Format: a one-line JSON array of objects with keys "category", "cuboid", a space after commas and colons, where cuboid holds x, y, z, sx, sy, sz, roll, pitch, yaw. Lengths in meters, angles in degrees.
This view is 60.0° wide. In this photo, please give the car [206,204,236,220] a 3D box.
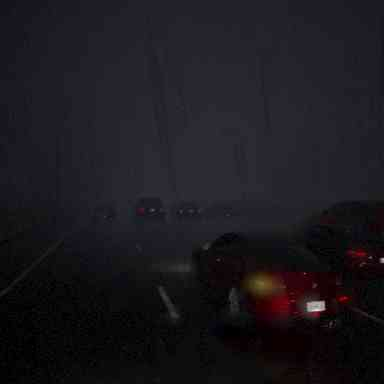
[{"category": "car", "cuboid": [2.569, 1.879, 31.644, 2.128, 1.511, 4.902, 0, -1, -14]}]

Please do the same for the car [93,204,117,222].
[{"category": "car", "cuboid": [-7.771, 1.835, 29.721, 2.128, 1.511, 4.902, 0, -1, -14]}]

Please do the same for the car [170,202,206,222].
[{"category": "car", "cuboid": [-0.594, 1.702, 29.849, 2.097, 1.767, 4.553, 0, -1, -14]}]

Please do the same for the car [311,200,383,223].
[{"category": "car", "cuboid": [6.942, 1.343, 13.758, 2.150, 2.045, 5.566, 0, -1, -14]}]

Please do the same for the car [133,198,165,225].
[{"category": "car", "cuboid": [-3.612, 1.521, 27.459, 2.150, 2.045, 5.566, 0, -1, -14]}]

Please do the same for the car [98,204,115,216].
[{"category": "car", "cuboid": [-10.821, 2.210, 42.204, 1.895, 1.301, 4.718, 0, -1, -14]}]

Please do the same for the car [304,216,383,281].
[{"category": "car", "cuboid": [4.242, 1.643, 10.051, 1.994, 1.385, 4.181, 0, 0, -14]}]

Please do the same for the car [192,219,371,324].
[{"category": "car", "cuboid": [1.323, 1.574, 7.252, 1.812, 1.442, 4.674, 0, 0, -14]}]
